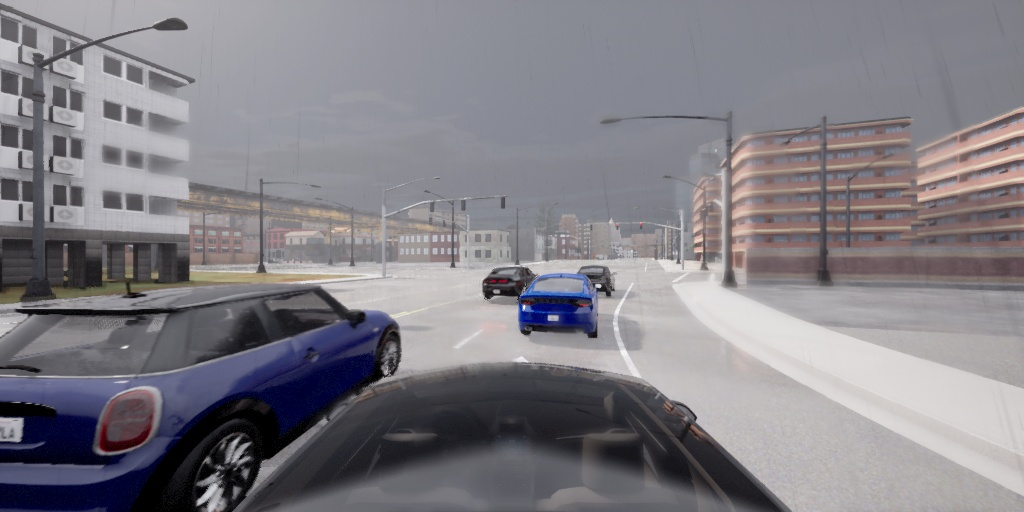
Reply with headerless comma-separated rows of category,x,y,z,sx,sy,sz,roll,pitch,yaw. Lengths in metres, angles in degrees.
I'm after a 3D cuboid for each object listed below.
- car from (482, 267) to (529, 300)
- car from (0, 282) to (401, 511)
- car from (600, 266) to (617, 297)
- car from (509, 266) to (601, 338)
car,0.139,1.255,17.470,1.837,1.490,4.892,0,0,19
car,-3.049,1.101,4.351,2.097,1.767,4.553,0,0,4
car,4.475,1.255,19.268,1.837,1.490,4.892,0,0,20
car,1.516,1.228,10.356,1.882,1.535,5.008,0,0,14
